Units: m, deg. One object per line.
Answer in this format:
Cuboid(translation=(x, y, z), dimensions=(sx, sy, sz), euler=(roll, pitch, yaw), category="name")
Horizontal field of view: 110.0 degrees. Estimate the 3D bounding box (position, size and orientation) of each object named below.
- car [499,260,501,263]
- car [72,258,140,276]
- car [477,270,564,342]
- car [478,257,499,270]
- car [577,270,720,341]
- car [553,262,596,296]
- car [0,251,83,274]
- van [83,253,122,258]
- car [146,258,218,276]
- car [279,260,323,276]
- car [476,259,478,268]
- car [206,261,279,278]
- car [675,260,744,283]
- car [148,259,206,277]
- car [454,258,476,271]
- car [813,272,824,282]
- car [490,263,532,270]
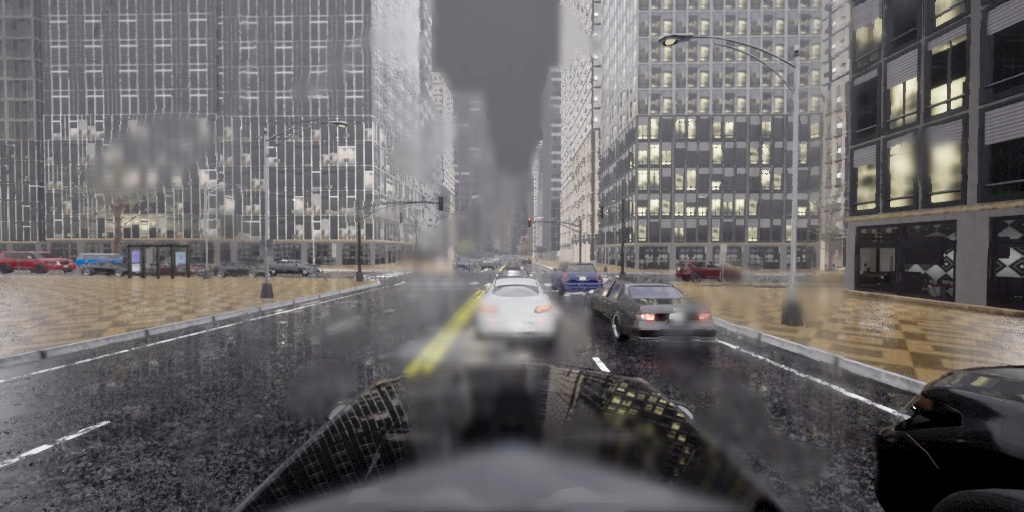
Cuboid(translation=(-3.269, 1.301, 61.006), dimensions=(1.895, 1.301, 4.718), euler=(0, 0, 0), category="car")
Cuboid(translation=(-34.068, 1.068, 30.611), dimensions=(4.313, 1.339, 1.948), euler=(0, 0, 1), category="car")
Cuboid(translation=(0.106, 1.272, 9.662), dimensions=(1.812, 1.442, 4.674), euler=(0, 0, 0), category="car")
Cuboid(translation=(-3.293, 1.260, 51.245), dimensions=(2.033, 1.411, 5.357), euler=(0, 0, 0), category="car")
Cuboid(translation=(3.360, 1.293, 9.800), dimensions=(2.033, 1.411, 5.357), euler=(0, 0, 0), category="car")
Cuboid(translation=(3.367, 1.092, 19.185), dimensions=(2.097, 1.767, 4.553), euler=(0, 0, 0), category="car")
Cuboid(translation=(-44.336, 0.586, 33.480), dimensions=(5.566, 2.045, 2.150), euler=(1, 1, 2), category="car")
Cuboid(translation=(-45.250, 0.604, 39.282), dimensions=(3.998, 1.789, 1.690), euler=(0, 0, 1), category="van")
Cuboid(translation=(-30.466, 0.970, 33.167), dimensions=(5.008, 1.535, 1.882), euler=(1, 1, 1), category="car")
Cuboid(translation=(-19.998, 1.079, 32.943), dimensions=(4.902, 1.511, 2.128), euler=(1, 1, 1), category="car")
Cuboid(translation=(-6.530, 1.209, 58.361), dimensions=(1.837, 1.490, 4.892), euler=(0, 0, 0), category="car")
Cuboid(translation=(-22.703, 1.173, 30.293), dimensions=(4.313, 1.339, 1.948), euler=(0, 0, 1), category="car")
Cuboid(translation=(16.221, 1.268, 29.727), dimensions=(5.009, 1.841, 2.192), euler=(0, 0, 1), category="car")
Cuboid(translation=(-28.387, 1.137, 30.432), dimensions=(4.207, 1.307, 1.802), euler=(0, 0, 1), category="car")
Cuboid(translation=(-6.577, 1.067, 49.264), dimensions=(2.097, 1.767, 4.553), euler=(0, 0, 1), category="car")
Cuboid(translation=(27.669, 1.578, 29.519), dimensions=(4.829, 1.417, 1.751), euler=(0, 0, 1), category="car")
Cuboid(translation=(0.116, 1.287, 18.906), dimensions=(2.033, 1.411, 5.357), euler=(0, 0, 0), category="car")
